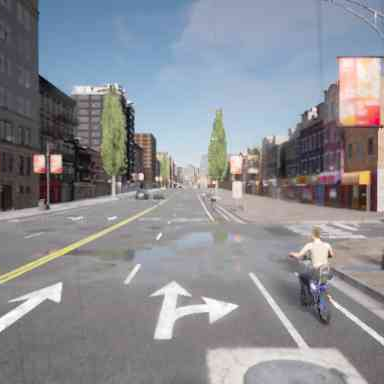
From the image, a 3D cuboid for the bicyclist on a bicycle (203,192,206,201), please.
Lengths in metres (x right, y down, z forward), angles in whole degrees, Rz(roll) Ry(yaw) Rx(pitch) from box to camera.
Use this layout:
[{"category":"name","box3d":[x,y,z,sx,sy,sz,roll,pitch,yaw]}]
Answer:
[{"category":"bicyclist on a bicycle","box3d":[2.277,0.777,61.037,0.866,1.612,1.509,0,1,0]}]

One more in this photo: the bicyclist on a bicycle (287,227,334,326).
[{"category":"bicyclist on a bicycle","box3d":[2.233,1.435,6.097,0.866,1.612,1.509,0,0,0]}]

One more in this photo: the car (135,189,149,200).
[{"category":"car","box3d":[-9.745,0.457,65.401,2.150,2.045,5.566,0,1,0]}]

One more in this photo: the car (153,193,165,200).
[{"category":"car","box3d":[-6.495,0.812,65.439,1.994,1.385,4.181,0,1,0]}]

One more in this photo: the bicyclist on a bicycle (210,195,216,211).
[{"category":"bicyclist on a bicycle","box3d":[2.255,1.203,35.679,0.659,1.776,1.843,0,1,0]}]
